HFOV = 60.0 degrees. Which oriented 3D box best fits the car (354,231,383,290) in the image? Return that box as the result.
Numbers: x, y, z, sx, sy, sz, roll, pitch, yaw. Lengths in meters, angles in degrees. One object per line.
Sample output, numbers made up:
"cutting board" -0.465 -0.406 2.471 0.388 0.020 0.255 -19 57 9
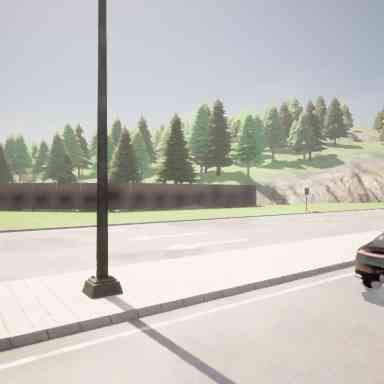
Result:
"car" 5.786 1.491 7.874 4.902 1.511 2.128 0 0 -35
